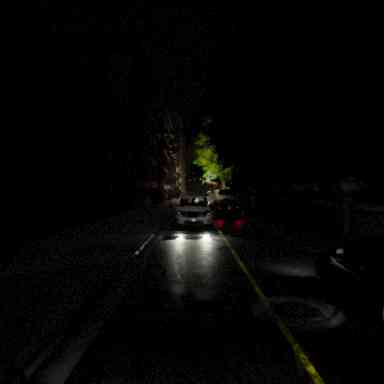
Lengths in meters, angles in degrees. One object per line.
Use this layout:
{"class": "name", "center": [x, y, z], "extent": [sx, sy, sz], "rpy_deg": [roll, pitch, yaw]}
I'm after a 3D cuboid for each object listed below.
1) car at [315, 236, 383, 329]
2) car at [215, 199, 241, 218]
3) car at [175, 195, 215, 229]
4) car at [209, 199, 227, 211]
{"class": "car", "center": [3.923, 1.550, 6.306], "extent": [1.812, 1.442, 4.674], "rpy_deg": [0, 0, 0]}
{"class": "car", "center": [3.200, 1.401, 30.490], "extent": [2.097, 1.767, 4.553], "rpy_deg": [0, 0, 1]}
{"class": "car", "center": [0.107, 1.241, 21.926], "extent": [2.150, 2.045, 5.566], "rpy_deg": [0, 0, 0]}
{"class": "car", "center": [3.234, 1.631, 42.211], "extent": [1.994, 1.385, 4.181], "rpy_deg": [0, 0, 0]}
